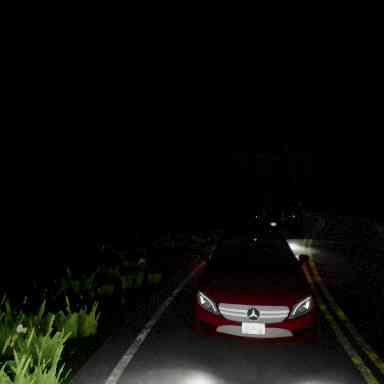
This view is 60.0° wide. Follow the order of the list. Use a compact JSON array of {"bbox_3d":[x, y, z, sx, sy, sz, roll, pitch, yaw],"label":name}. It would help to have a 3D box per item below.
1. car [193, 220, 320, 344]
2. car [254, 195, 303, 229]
[{"bbox_3d":[1.229,1.534,6.661,1.812,1.442,4.674,-1,0,11],"label":"car"},{"bbox_3d":[5.000,1.214,18.833,2.150,2.045,5.566,-2,-1,22],"label":"car"}]
